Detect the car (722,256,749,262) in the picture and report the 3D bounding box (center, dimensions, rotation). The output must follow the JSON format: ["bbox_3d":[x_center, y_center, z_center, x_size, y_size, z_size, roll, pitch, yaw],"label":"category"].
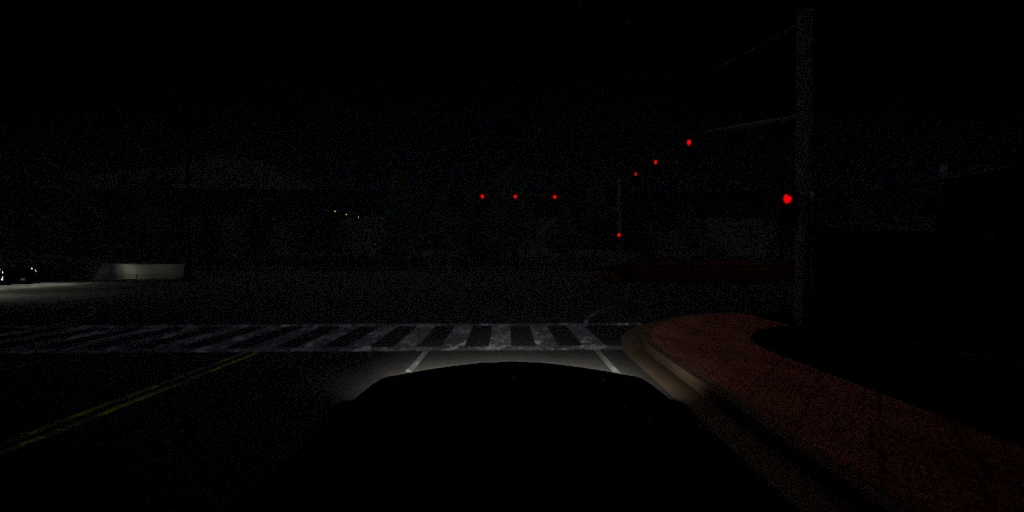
[{"bbox_3d":[23.633,0.973,35.064,4.674,1.442,1.812,0,1,-2],"label":"car"}]

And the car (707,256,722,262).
[{"bbox_3d":[23.152,0.768,38.548,4.553,1.767,2.097,0,1,-2],"label":"car"}]

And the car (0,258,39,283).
[{"bbox_3d":[-33.179,0.873,22.642,4.553,1.767,2.097,1,0,-2],"label":"car"}]

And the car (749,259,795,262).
[{"bbox_3d":[24.140,0.983,31.580,4.892,1.490,1.837,0,1,-2],"label":"car"}]
